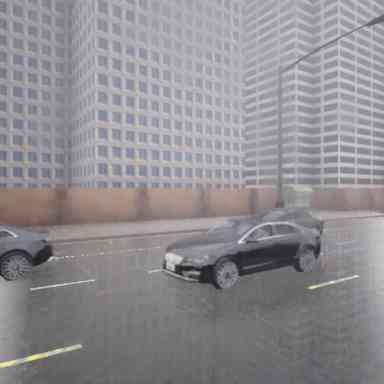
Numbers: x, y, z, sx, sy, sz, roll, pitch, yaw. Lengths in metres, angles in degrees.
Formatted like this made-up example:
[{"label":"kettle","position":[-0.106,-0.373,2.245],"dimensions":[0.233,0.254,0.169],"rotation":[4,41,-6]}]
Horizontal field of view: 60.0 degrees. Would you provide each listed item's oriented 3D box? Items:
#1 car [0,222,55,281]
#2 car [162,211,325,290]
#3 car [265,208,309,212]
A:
[{"label":"car","position":[-6.074,1.491,8.296],"dimensions":[4.902,1.511,2.128],"rotation":[0,0,-34]},{"label":"car","position":[1.535,1.492,9.185],"dimensions":[4.902,1.511,2.128],"rotation":[0,0,-34]},{"label":"car","position":[3.953,1.505,15.005],"dimensions":[4.892,1.490,1.837],"rotation":[0,0,-34]}]
